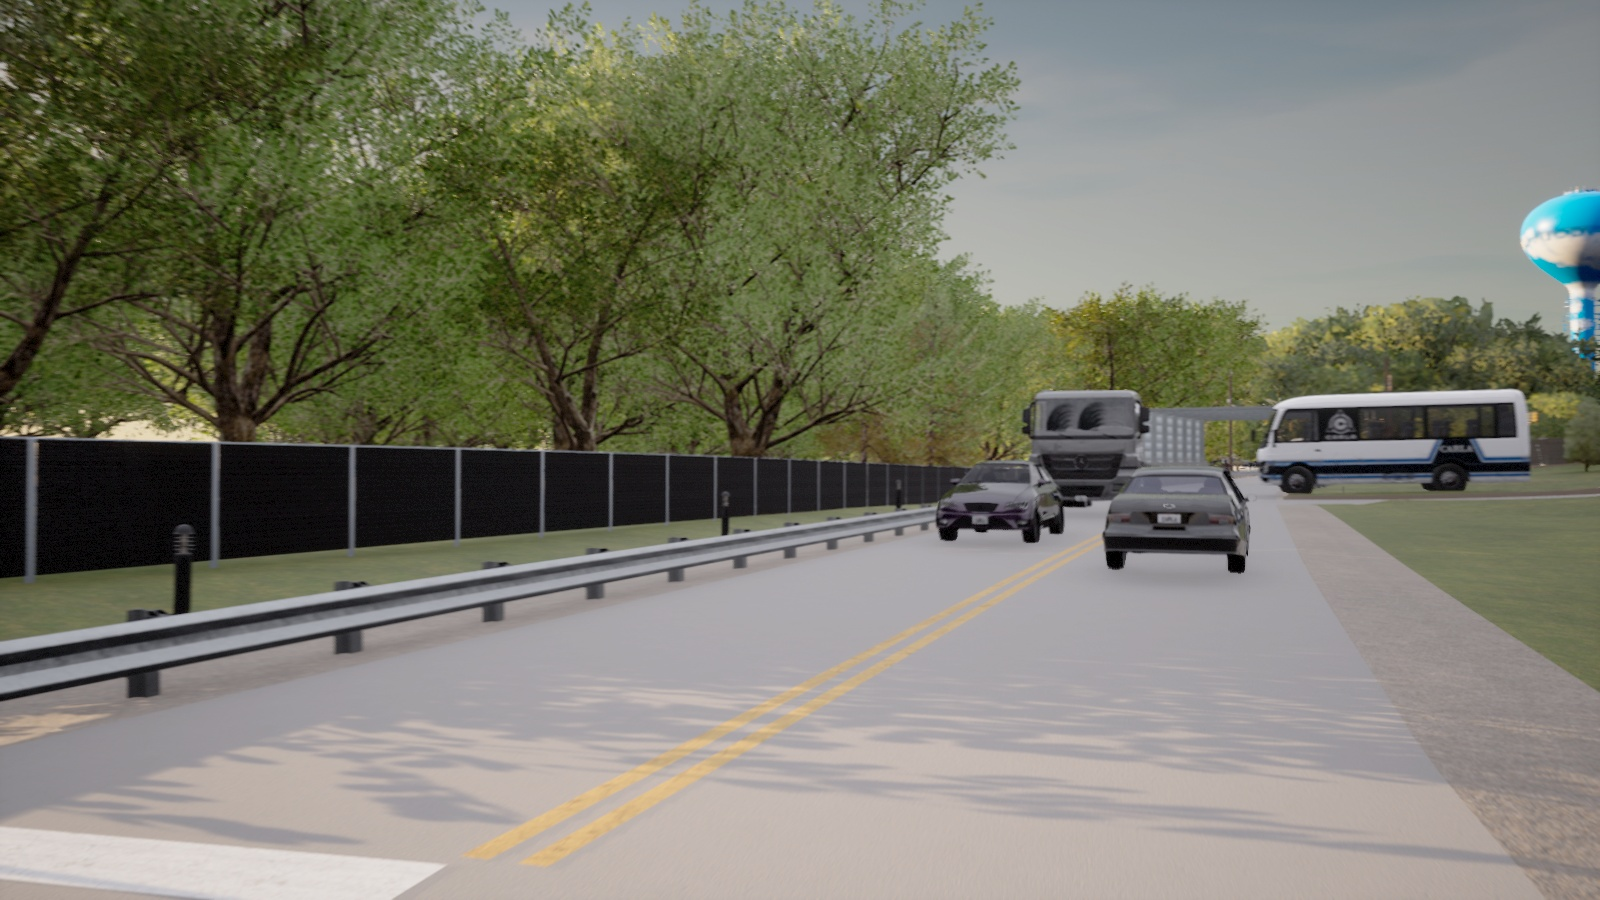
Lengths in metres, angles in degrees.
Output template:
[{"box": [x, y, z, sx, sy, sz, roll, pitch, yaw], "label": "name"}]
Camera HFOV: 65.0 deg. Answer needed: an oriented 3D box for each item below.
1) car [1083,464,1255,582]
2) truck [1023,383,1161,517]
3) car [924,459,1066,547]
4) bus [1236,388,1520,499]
[{"box": [5.474, 0.919, 18.110, 2.033, 1.411, 5.357, 0, 0, 20], "label": "car"}, {"box": [8.697, 0.018, 36.645, 2.891, 3.462, 7.936, 0, 0, 21], "label": "truck"}, {"box": [3.753, 0.917, 23.536, 1.816, 1.474, 4.193, 0, 0, 20], "label": "car"}, {"box": [23.679, -0.221, 52.305, 10.273, 4.253, 3.944, -1, 0, 18], "label": "bus"}]
